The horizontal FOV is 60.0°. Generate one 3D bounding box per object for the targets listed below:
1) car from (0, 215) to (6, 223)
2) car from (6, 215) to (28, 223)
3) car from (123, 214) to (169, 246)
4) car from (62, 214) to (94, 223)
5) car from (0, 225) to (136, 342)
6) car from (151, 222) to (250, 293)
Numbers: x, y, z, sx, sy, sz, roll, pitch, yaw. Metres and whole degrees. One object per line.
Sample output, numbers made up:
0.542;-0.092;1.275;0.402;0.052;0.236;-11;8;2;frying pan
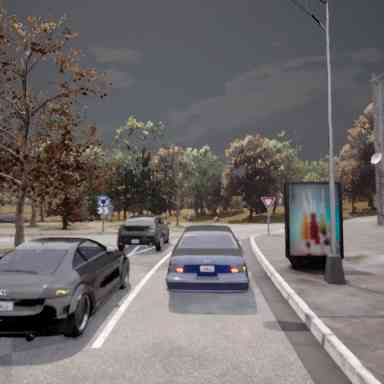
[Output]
-29.441;3.851;46.507;2.128;1.511;4.902;-3;-5;32;car
-28.905;4.307;52.518;2.033;1.411;5.357;-4;-5;44;car
-2.156;1.820;15.662;1.837;1.490;4.892;0;-2;2;car
-18.924;4.396;55.221;5.008;1.535;1.882;0;-4;-13;car
-2.595;1.592;6.668;1.994;1.385;4.181;0;-1;2;car
0.435;1.609;9.004;2.033;1.411;5.357;0;-1;3;car
